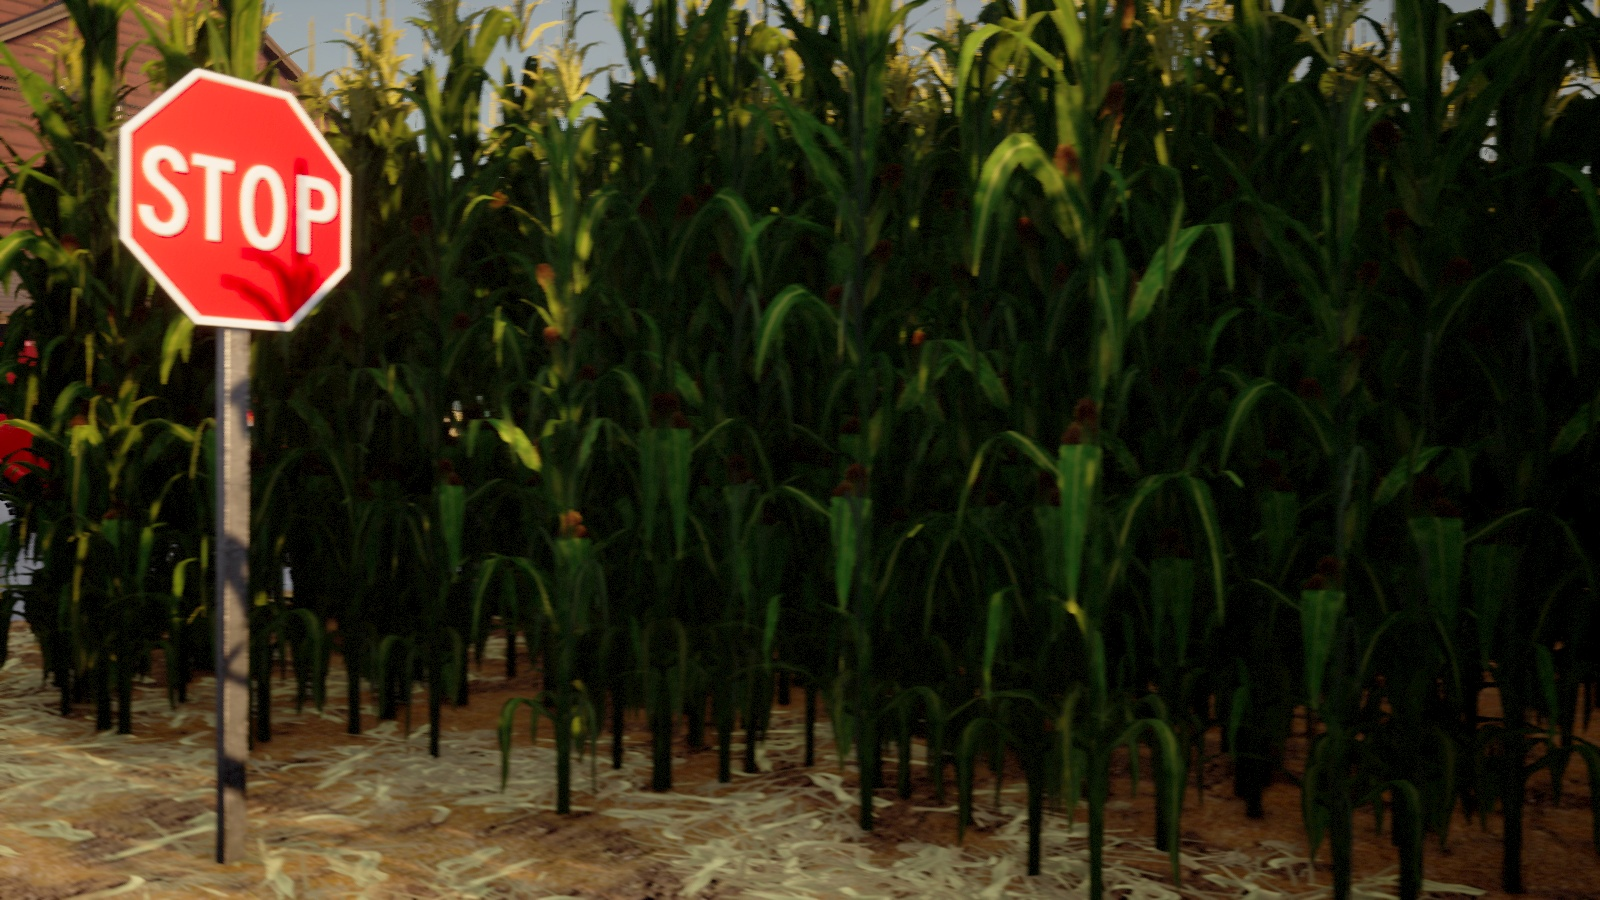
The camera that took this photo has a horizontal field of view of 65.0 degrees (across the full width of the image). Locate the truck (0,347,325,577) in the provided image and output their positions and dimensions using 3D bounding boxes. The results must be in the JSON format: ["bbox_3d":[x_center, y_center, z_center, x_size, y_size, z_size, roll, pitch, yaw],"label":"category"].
[{"bbox_3d":[-8.903,0.112,15.361,2.627,2.467,5.204,0,1,33],"label":"truck"}]
